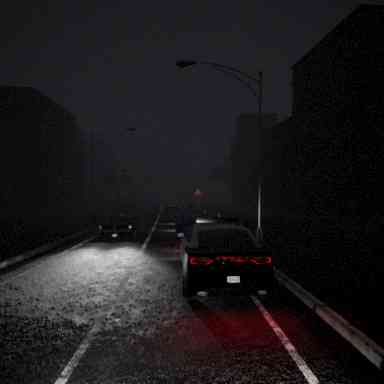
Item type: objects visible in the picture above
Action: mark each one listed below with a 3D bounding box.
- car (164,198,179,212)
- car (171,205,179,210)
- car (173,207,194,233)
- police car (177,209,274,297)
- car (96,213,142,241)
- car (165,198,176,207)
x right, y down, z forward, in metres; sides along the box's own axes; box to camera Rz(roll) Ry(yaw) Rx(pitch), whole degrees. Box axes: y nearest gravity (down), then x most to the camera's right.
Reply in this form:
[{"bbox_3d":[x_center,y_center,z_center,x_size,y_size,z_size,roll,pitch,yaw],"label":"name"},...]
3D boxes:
[{"bbox_3d":[-2.784,1.953,45.394,2.128,1.511,4.902,0,-1,-4],"label":"car"},{"bbox_3d":[-0.419,1.905,24.788,1.812,1.442,4.674,0,-1,-4],"label":"car"},{"bbox_3d":[0.009,1.753,18.794,1.812,1.442,4.674,0,-1,-4],"label":"car"},{"bbox_3d":[0.652,1.472,8.848,1.930,1.638,5.238,0,-1,-3],"label":"police car"},{"bbox_3d":[-3.866,1.830,18.214,1.895,1.301,4.718,0,-1,-4],"label":"car"},{"bbox_3d":[-3.780,1.796,59.148,1.895,1.301,4.718,0,2,-4],"label":"car"}]
